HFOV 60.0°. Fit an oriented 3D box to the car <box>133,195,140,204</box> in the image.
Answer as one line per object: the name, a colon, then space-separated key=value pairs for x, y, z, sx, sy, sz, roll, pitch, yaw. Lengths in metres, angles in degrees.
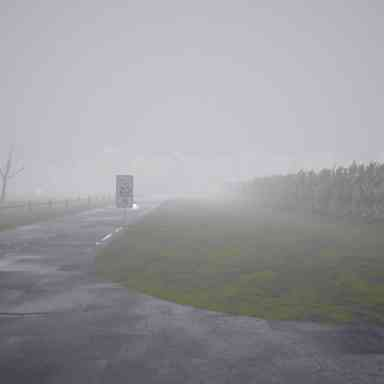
car: x=-9.424 y=1.142 z=52.367 sx=1.895 sy=1.301 sz=4.718 roll=0 pitch=0 yaw=-2
